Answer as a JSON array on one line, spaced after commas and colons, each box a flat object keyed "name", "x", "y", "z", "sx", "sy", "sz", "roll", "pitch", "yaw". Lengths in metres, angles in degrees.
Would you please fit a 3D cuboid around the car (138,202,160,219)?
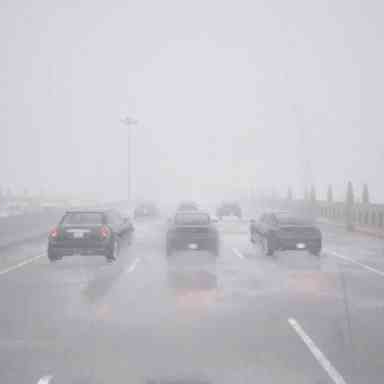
[{"name": "car", "x": -3.921, "y": 1.545, "z": 29.358, "sx": 1.994, "sy": 1.385, "sz": 4.181, "roll": 0, "pitch": 0, "yaw": -2}]

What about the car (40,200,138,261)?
[{"name": "car", "x": -3.503, "y": 1.343, "z": 12.336, "sx": 2.097, "sy": 1.767, "sz": 4.553, "roll": 0, "pitch": 0, "yaw": -1}]

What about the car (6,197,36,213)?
[{"name": "car", "x": -18.315, "y": 1.328, "z": 36.402, "sx": 2.097, "sy": 1.767, "sz": 4.553, "roll": 0, "pitch": 0, "yaw": -2}]

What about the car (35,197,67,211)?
[{"name": "car", "x": -14.814, "y": 1.453, "z": 36.364, "sx": 1.882, "sy": 1.535, "sz": 5.008, "roll": 0, "pitch": 0, "yaw": -2}]

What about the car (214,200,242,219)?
[{"name": "car", "x": 3.095, "y": 1.487, "z": 28.908, "sx": 1.837, "sy": 1.490, "sz": 4.892, "roll": 0, "pitch": 0, "yaw": -2}]

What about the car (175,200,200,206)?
[{"name": "car", "x": -0.404, "y": 1.487, "z": 28.808, "sx": 1.837, "sy": 1.490, "sz": 4.892, "roll": 0, "pitch": 0, "yaw": -2}]

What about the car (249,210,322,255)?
[{"name": "car", "x": 3.489, "y": 1.496, "z": 13.163, "sx": 1.837, "sy": 1.490, "sz": 4.892, "roll": 0, "pitch": 0, "yaw": -1}]

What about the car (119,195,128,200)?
[{"name": "car", "x": -15.930, "y": 1.337, "z": 77.426, "sx": 1.812, "sy": 1.442, "sz": 4.674, "roll": 0, "pitch": 0, "yaw": -2}]

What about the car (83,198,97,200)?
[{"name": "car", "x": -11.316, "y": 1.453, "z": 36.476, "sx": 1.882, "sy": 1.535, "sz": 5.008, "roll": 0, "pitch": 0, "yaw": -2}]

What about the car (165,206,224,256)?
[{"name": "car", "x": -0.010, "y": 1.496, "z": 13.073, "sx": 1.837, "sy": 1.490, "sz": 4.892, "roll": 0, "pitch": 0, "yaw": -1}]
